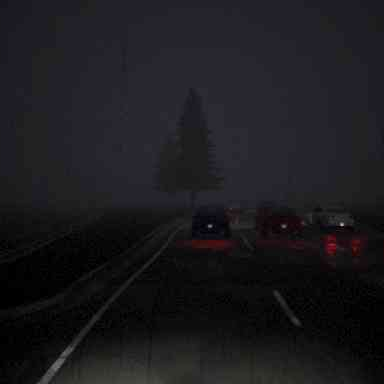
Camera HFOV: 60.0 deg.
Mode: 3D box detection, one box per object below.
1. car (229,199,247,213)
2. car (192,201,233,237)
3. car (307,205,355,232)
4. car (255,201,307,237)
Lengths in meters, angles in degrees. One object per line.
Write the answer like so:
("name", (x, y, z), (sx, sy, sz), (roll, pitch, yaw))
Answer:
("car", (4.778, 1.491, 36.587), (1.812, 1.442, 4.674), (0, 0, 17))
("car", (1.084, 1.460, 18.199), (1.882, 1.535, 5.008), (0, 0, 5))
("car", (8.280, 1.507, 20.106), (1.812, 1.442, 4.674), (0, 0, 6))
("car", (4.589, 1.460, 18.193), (1.882, 1.535, 5.008), (0, 0, 5))
